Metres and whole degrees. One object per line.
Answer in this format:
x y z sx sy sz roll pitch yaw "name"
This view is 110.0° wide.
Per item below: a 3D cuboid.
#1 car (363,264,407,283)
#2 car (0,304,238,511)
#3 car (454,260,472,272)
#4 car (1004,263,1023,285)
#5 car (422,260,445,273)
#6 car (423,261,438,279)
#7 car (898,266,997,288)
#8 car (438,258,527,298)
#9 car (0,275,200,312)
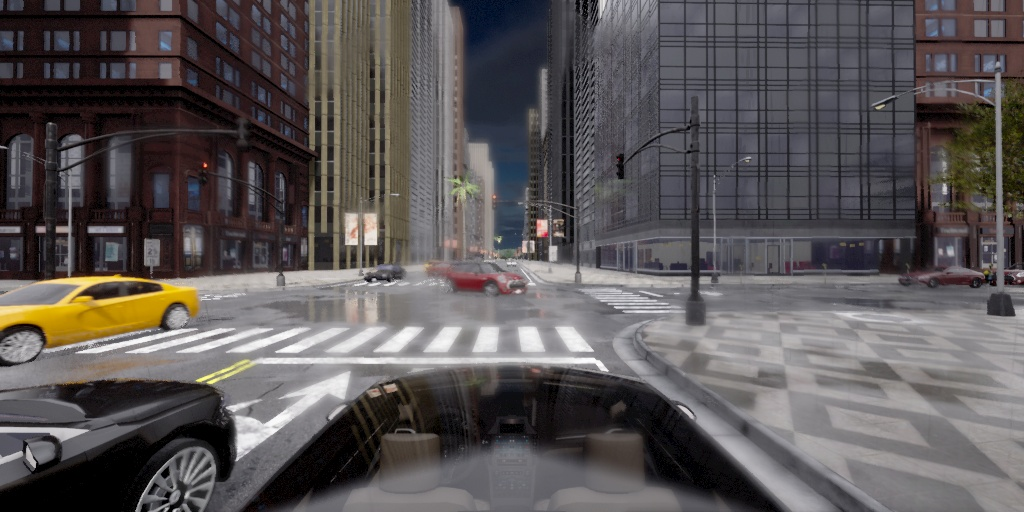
-9.951 1.348 28.648 2.033 1.411 5.357 0 0 1 "car"
-3.138 1.241 0.952 2.128 1.511 4.902 0 0 -1 "car"
-6.687 1.346 49.563 1.882 1.535 5.008 0 0 0 "car"
32.064 1.118 22.151 4.097 1.591 1.967 0 0 -1 "car"
-9.932 1.331 45.845 1.882 1.535 5.008 0 0 0 "car"
-6.659 1.293 33.991 1.882 1.535 5.008 0 0 0 "car"
26.426 1.276 22.052 4.207 1.307 1.802 0 0 -1 "car"
-1.393 1.115 18.428 4.553 1.767 2.097 -1 -1 40 "car"
-9.864 1.230 8.138 1.882 1.535 5.008 0 0 0 "car"
